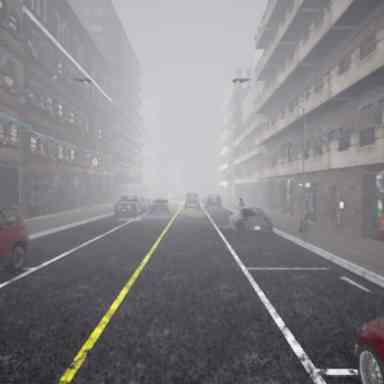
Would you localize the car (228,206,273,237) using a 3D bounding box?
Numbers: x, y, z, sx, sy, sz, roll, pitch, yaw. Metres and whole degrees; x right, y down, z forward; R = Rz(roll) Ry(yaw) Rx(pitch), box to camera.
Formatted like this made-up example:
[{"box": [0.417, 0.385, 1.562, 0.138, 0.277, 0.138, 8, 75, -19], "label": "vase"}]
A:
[{"box": [2.996, 1.466, 17.541, 1.812, 1.442, 4.674, 0, 0, 0], "label": "car"}]

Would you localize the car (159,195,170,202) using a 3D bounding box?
[{"box": [-5.719, 1.296, 69.930, 1.752, 1.417, 4.829, -1, 0, 0], "label": "car"}]

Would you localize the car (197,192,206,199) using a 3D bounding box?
[{"box": [2.653, 1.017, 92.723, 2.192, 1.841, 5.009, -1, 0, 0], "label": "car"}]

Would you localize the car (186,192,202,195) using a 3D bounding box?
[{"box": [-0.013, 1.049, 51.907, 2.150, 2.045, 5.566, 0, 0, 0], "label": "car"}]

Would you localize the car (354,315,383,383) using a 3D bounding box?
[{"box": [2.679, 1.574, 2.104, 1.802, 1.307, 4.206, -1, 0, 0], "label": "car"}]

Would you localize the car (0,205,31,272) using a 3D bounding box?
[{"box": [-5.716, 1.288, 7.795, 2.192, 1.841, 5.009, -1, 0, 0], "label": "car"}]

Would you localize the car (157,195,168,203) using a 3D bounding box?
[{"box": [-5.717, 1.313, 64.266, 1.752, 1.417, 4.829, -1, 0, 0], "label": "car"}]

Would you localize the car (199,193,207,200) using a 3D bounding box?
[{"box": [2.658, 1.175, 81.396, 1.967, 1.590, 4.097, -1, 0, 0], "label": "car"}]

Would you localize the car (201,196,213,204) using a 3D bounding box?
[{"box": [2.665, 1.371, 58.741, 1.947, 1.339, 4.313, -1, 0, 0], "label": "car"}]

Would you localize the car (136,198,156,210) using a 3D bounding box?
[{"box": [-5.711, 1.425, 41.779, 1.947, 1.339, 4.313, -1, 0, 0], "label": "car"}]

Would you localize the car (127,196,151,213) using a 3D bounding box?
[{"box": [-5.711, 1.317, 36.115, 1.967, 1.590, 4.097, -1, 0, 0], "label": "car"}]

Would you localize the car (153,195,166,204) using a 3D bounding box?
[{"box": [-5.716, 1.331, 58.602, 1.752, 1.417, 4.829, -1, 0, 0], "label": "car"}]

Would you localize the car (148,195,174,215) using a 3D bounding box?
[{"box": [-3.102, 1.364, 33.224, 1.882, 1.535, 5.008, 0, 0, 0], "label": "car"}]

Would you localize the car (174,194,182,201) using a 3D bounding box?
[{"box": [-3.019, 1.238, 73.632, 1.994, 1.385, 4.181, 0, 0, 0], "label": "car"}]

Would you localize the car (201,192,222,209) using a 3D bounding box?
[{"box": [2.666, 1.174, 41.749, 2.192, 1.841, 5.009, -1, 0, 0], "label": "car"}]

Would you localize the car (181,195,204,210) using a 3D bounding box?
[{"box": [0.062, 1.427, 40.551, 1.994, 1.385, 4.181, 0, 0, 0], "label": "car"}]

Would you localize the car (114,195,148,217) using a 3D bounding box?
[{"box": [-5.711, 1.211, 30.451, 2.192, 1.841, 5.009, -1, 0, 0], "label": "car"}]

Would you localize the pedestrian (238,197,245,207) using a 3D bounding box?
[{"box": [2.995, 1.224, 20.365, 0.375, 1.860, 0.375, -1, 1, -5], "label": "pedestrian"}]

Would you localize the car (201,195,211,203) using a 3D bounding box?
[{"box": [2.664, 1.370, 64.405, 1.802, 1.307, 4.206, -1, 0, 0], "label": "car"}]
